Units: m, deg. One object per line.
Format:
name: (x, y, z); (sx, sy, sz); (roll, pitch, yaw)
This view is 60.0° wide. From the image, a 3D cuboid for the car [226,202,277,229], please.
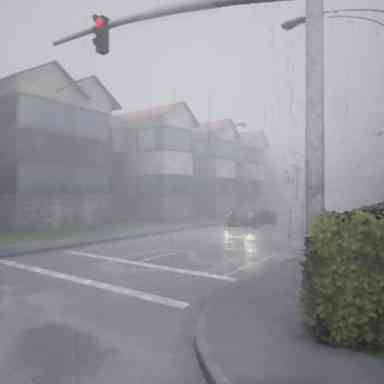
car: (4.245, 1.513, 23.408); (2.097, 1.767, 4.553); (0, -1, 35)
